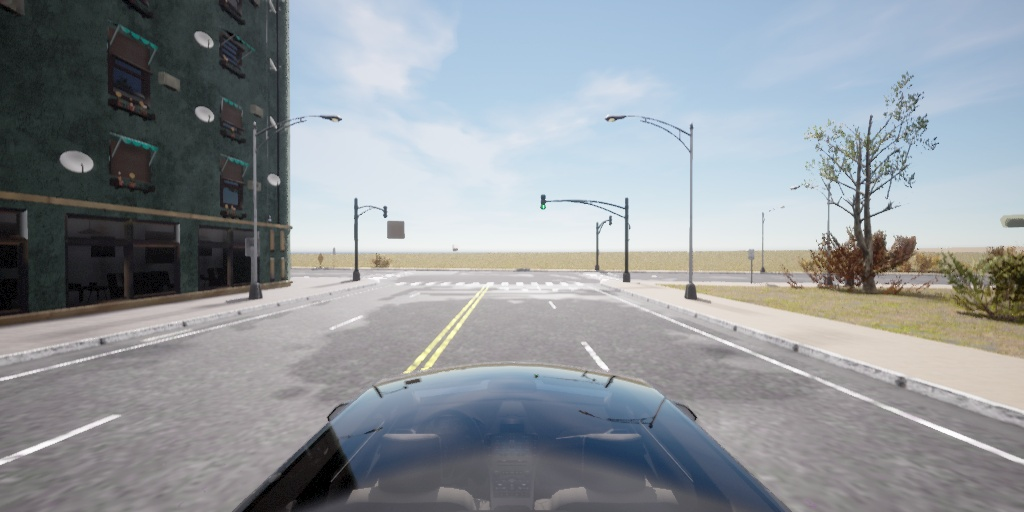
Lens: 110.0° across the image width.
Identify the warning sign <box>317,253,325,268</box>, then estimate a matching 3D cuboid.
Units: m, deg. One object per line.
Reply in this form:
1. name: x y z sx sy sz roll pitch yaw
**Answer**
1. warning sign: -23.468 0.561 43.935 1.060 1.860 1.300 0 0 1
